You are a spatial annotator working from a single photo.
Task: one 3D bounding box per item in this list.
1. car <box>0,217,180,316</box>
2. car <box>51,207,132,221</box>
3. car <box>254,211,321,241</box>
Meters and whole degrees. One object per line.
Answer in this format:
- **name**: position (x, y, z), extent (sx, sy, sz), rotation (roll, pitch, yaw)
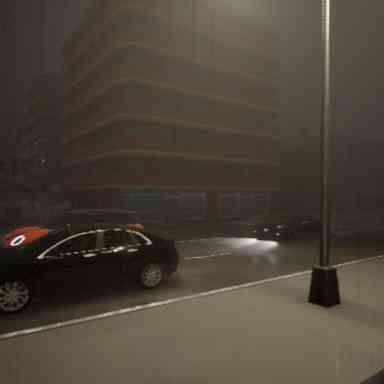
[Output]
- **car**: position (-2.583, 1.527, 7.646), extent (4.892, 1.490, 1.837), rotation (1, 0, -35)
- **car**: position (-3.827, 1.383, 11.083), extent (4.553, 1.767, 2.097), rotation (1, 0, -35)
- **car**: position (5.241, 1.702, 17.536), extent (4.181, 1.385, 1.994), rotation (1, 0, -36)
